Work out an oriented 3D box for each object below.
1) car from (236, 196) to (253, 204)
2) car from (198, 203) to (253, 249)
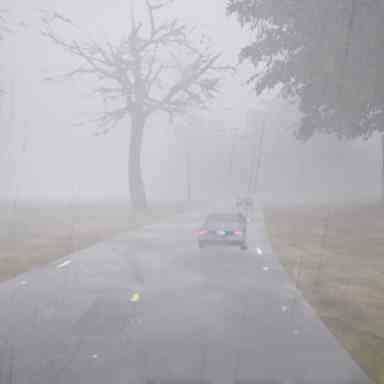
[{"bbox_3d":[6.238,1.083,39.265,1.895,1.301,4.718,0,1,11],"label":"car"},{"bbox_3d":[1.413,1.435,13.984,2.033,1.411,5.357,0,1,9],"label":"car"}]
